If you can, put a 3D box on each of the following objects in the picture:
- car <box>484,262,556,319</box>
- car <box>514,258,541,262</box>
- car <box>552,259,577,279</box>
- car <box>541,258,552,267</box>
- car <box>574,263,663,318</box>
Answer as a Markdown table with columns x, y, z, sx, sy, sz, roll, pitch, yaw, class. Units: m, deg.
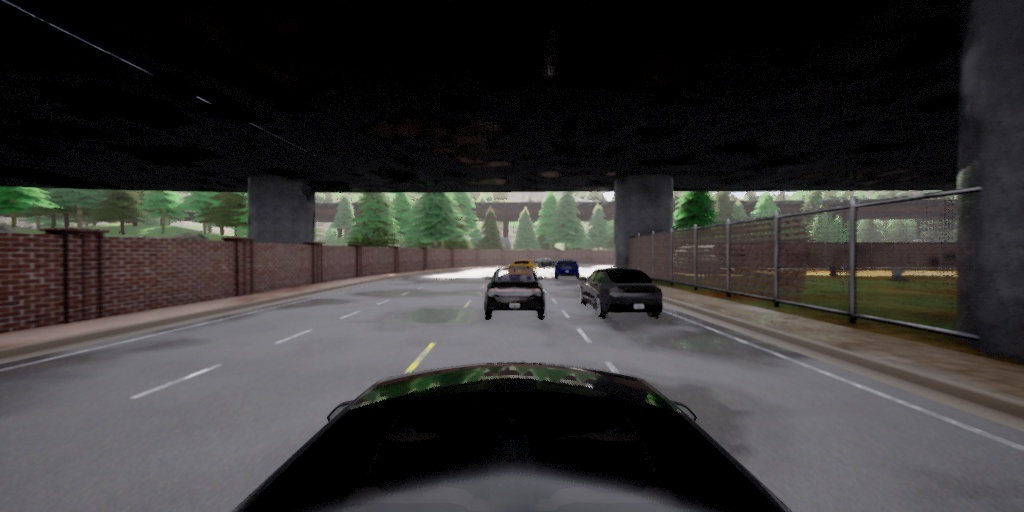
| x | y | z | sx | sy | sz | roll | pitch | yaw | class |
| --- | --- | --- | --- | --- | --- | --- | --- | --- | --- |
| 0.086 | 1.146 | 12.397 | 2.128 | 1.511 | 4.902 | 0 | 1 | 0 | car |
| 1.007 | 0.981 | 29.202 | 1.882 | 1.535 | 5.008 | 0 | 0 | 9 | car |
| 4.530 | 0.982 | 29.190 | 1.882 | 1.535 | 5.008 | 0 | 0 | 10 | car |
| 3.875 | 0.949 | 46.582 | 1.895 | 1.301 | 4.718 | 0 | 1 | 41 | car |
| 3.588 | 1.158 | 12.531 | 1.837 | 1.490 | 4.892 | 0 | 1 | 0 | car |
